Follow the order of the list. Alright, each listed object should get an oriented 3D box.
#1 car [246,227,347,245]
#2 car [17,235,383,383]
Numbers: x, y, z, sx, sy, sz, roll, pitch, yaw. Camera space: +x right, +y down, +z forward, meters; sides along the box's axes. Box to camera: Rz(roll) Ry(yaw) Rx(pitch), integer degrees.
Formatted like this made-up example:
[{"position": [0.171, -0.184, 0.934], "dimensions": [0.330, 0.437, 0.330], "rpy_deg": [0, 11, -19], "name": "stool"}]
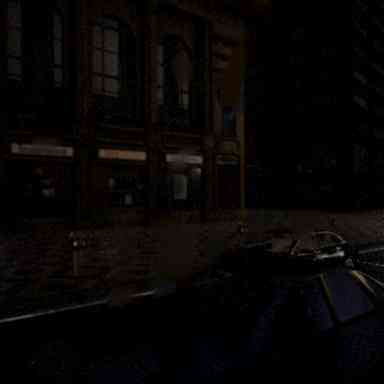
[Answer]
[{"position": [2.543, 1.605, 8.487], "dimensions": [4.403, 1.369, 2.008], "rpy_deg": [1, -1, -36], "name": "car"}, {"position": [0.944, 1.572, 4.056], "dimensions": [5.357, 1.411, 2.033], "rpy_deg": [1, 0, -36], "name": "car"}]
